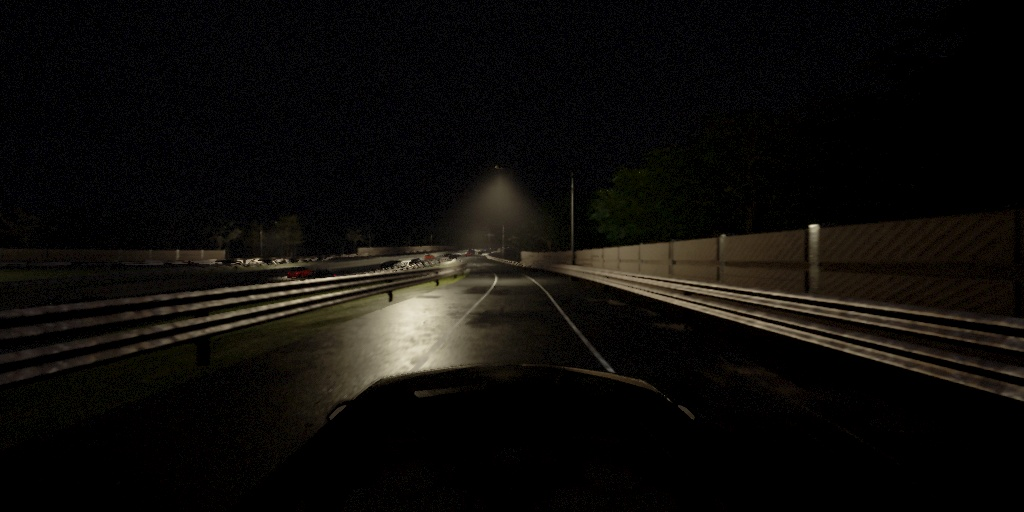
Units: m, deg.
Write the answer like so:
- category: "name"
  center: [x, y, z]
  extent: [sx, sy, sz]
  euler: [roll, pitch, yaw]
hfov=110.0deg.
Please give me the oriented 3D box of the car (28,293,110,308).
- category: "car"
  center: [-38.805, 4.041, 31.623]
  extent: [2.128, 1.511, 4.902]
  euler: [0, 3, 9]

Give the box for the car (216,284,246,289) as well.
- category: "car"
  center: [-30.553, 3.784, 39.459]
  extent: [2.033, 1.411, 5.357]
  euler: [0, 3, 9]

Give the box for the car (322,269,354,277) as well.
- category: "car"
  center: [-27.740, 2.942, 58.220]
  extent: [2.033, 1.411, 5.357]
  euler: [0, 3, 9]
